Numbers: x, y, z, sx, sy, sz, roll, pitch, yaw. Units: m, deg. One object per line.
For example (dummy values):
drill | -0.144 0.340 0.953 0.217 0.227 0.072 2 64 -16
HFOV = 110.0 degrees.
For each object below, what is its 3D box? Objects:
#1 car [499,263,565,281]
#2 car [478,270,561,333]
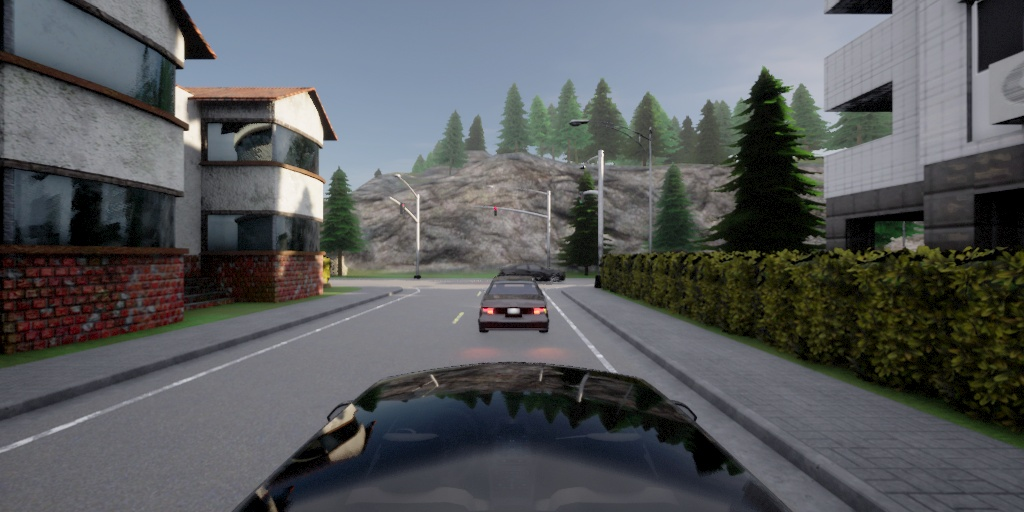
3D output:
car | 1.460 1.266 26.691 5.008 1.535 1.882 0 0 1
car | 0.059 1.311 10.731 2.033 1.411 5.357 0 0 1
